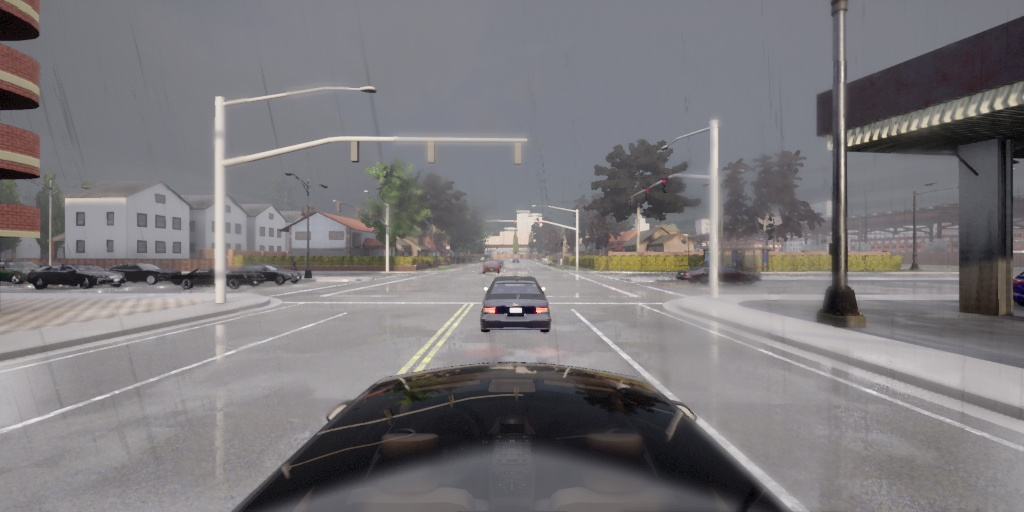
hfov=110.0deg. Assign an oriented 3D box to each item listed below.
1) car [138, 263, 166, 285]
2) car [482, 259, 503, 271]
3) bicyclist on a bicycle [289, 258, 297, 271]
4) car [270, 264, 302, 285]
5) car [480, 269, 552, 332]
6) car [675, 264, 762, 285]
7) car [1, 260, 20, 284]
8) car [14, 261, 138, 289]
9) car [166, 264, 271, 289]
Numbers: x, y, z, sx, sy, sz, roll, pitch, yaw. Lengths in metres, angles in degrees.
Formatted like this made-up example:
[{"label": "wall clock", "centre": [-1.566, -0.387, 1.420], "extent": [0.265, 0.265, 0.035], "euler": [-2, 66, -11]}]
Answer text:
[{"label": "car", "centre": [-26.772, 1.228, 25.935], "extent": [5.008, 1.535, 1.882], "euler": [0, 0, 1]}, {"label": "car", "centre": [-2.397, 1.227, 40.548], "extent": [1.882, 1.535, 5.008], "euler": [0, 0, -6]}, {"label": "bicyclist on a bicycle", "centre": [-26.527, 1.051, 43.416], "extent": [0.582, 1.620, 1.656], "euler": [0, 0, 1]}, {"label": "car", "centre": [-17.710, 1.276, 25.812], "extent": [4.674, 1.442, 1.812], "euler": [0, 0, 1]}, {"label": "car", "centre": [0.085, 1.297, 10.768], "extent": [2.033, 1.411, 5.357], "euler": [0, 0, 0]}, {"label": "car", "centre": [14.383, 1.297, 25.134], "extent": [5.357, 1.411, 2.033], "euler": [0, 0, -2]}, {"label": "car", "centre": [-36.057, 1.102, 26.084], "extent": [4.553, 1.767, 2.097], "euler": [0, 0, 1]}, {"label": "car", "centre": [-27.126, 1.242, 22.442], "extent": [4.902, 1.511, 2.128], "euler": [0, 0, 1]}, {"label": "car", "centre": [-18.094, 1.351, 22.285], "extent": [4.718, 1.301, 1.895], "euler": [0, 0, 1]}]
